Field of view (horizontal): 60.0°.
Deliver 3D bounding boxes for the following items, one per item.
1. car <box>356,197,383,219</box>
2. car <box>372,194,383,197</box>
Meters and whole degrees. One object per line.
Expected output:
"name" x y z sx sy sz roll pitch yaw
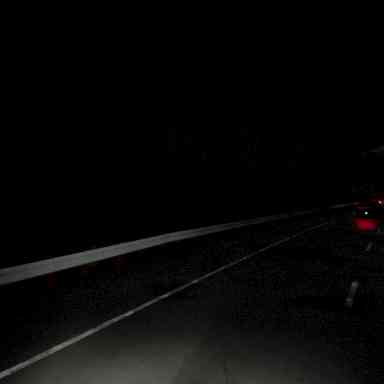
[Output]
"car" 15.913 1.505 29.703 1.837 1.490 4.892 0 0 35
"car" 21.937 1.221 38.271 2.150 2.045 5.566 0 0 35
